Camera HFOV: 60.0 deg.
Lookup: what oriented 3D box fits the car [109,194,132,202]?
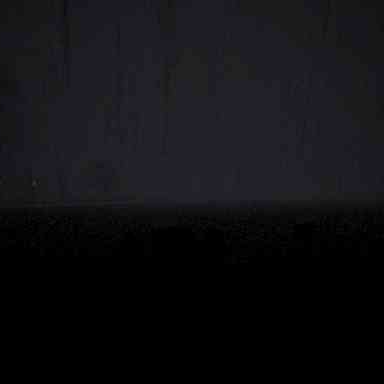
[{"bbox_3d":[-13.977,1.199,64.899,2.128,1.511,4.902,1,1,39],"label":"car"}]
